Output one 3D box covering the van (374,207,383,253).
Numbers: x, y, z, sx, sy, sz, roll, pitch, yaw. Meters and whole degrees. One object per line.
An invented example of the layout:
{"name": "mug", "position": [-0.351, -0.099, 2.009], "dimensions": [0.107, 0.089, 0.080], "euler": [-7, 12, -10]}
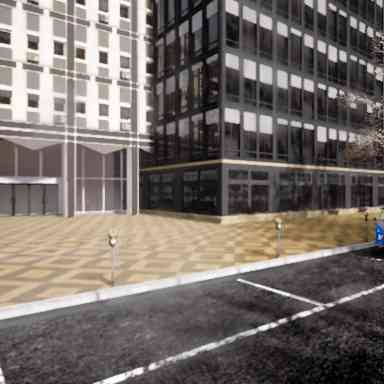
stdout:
{"name": "van", "position": [8.347, 1.335, 12.297], "dimensions": [3.998, 1.788, 1.690], "euler": [0, 0, -36]}
